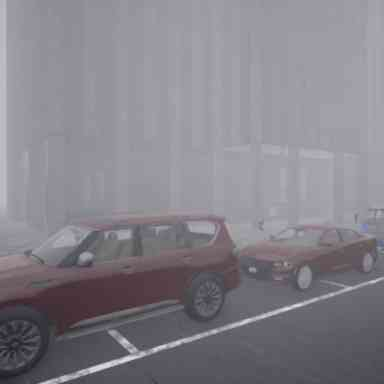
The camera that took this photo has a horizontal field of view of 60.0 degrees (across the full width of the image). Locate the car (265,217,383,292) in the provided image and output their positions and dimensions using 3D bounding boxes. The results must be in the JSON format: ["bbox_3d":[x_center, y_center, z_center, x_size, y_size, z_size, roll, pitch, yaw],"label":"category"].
[{"bbox_3d":[3.231,1.542,8.951,4.507,1.381,1.887,0,0,-35],"label":"car"}]

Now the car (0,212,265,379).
[{"bbox_3d":[-1.361,1.315,5.680,5.009,1.841,2.192,0,0,-35],"label":"car"}]

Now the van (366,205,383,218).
[{"bbox_3d":[7.821,1.336,12.222,3.998,1.788,1.690,0,0,-35],"label":"van"}]
